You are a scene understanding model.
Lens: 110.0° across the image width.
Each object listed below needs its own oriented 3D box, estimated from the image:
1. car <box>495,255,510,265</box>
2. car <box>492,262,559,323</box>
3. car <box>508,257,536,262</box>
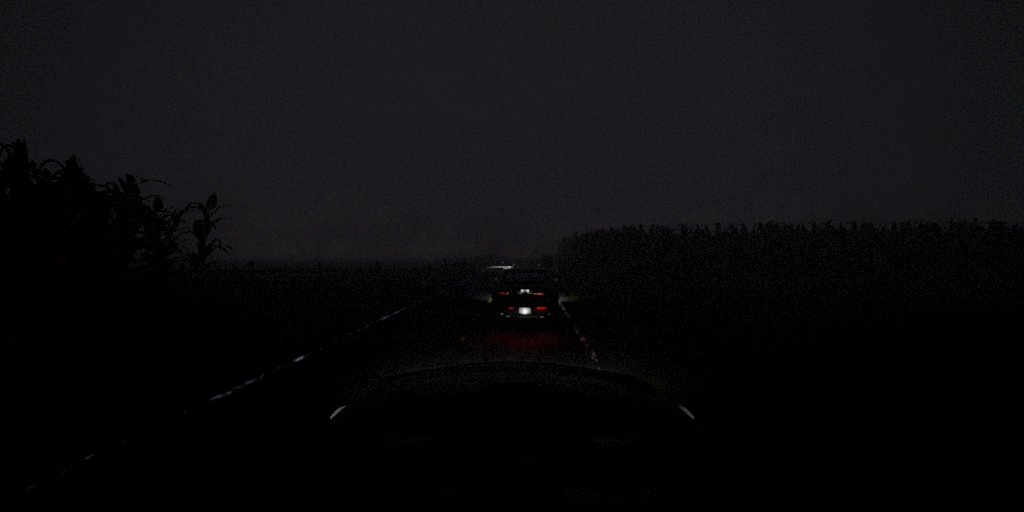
[{"bbox_3d":[-1.033,0.589,46.251,1.994,1.385,4.181,0,1,2],"label":"car"},{"bbox_3d":[0.440,1.099,11.453,1.837,1.490,4.892,0,1,3],"label":"car"},{"bbox_3d":[1.064,0.901,26.585,2.033,1.411,5.357,0,1,3],"label":"car"}]
